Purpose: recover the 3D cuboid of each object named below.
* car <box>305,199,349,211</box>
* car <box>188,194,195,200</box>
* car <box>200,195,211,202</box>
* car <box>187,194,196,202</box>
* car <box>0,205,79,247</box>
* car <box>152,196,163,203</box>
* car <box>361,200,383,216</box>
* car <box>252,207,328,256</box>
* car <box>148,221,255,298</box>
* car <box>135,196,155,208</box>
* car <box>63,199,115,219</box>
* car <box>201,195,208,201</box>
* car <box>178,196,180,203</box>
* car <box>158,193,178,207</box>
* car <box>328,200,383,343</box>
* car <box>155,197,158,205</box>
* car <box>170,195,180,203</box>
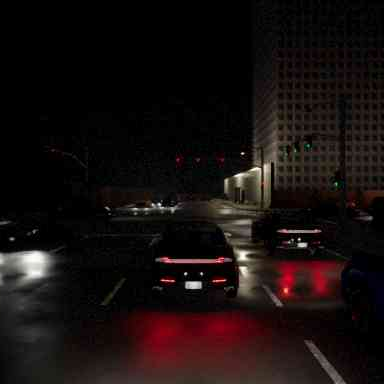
[{"bbox_3d":[11.831,1.582,28.558,4.674,1.442,1.812,0,0,0],"label":"car"},{"bbox_3d":[-0.130,1.328,89.033,1.837,1.490,4.892,0,0,0],"label":"car"},{"bbox_3d":[3.385,1.524,78.828,1.812,1.442,4.674,0,0,0],"label":"car"},{"bbox_3d":[-0.115,1.347,78.781,2.097,1.767,4.553,0,0,0],"label":"car"},{"bbox_3d":[-6.943,1.525,15.088,1.812,1.442,4.674,0,0,-1],"label":"car"},{"bbox_3d":[-7.101,1.601,68.767,1.895,1.301,4.718,0,0,0],"label":"car"},{"bbox_3d":[19.366,1.533,32.284,5.008,1.535,1.882,0,0,0],"label":"car"},{"bbox_3d":[3.562,1.492,13.128,2.128,1.511,4.902,0,0,0],"label":"car"},{"bbox_3d":[0.044,1.492,8.510,2.128,1.511,4.902,0,0,0],"label":"car"},{"bbox_3d":[-7.163,1.478,49.282,1.882,1.535,5.008,0,0,0],"label":"car"},{"bbox_3d":[-8.932,1.375,28.482,4.553,1.767,2.097,0,0,0],"label":"car"},{"bbox_3d":[3.370,1.500,89.134,1.837,1.490,4.892,0,0,0],"label":"car"},{"bbox_3d":[-3.651,1.221,60.987,2.150,2.045,5.566,0,0,0],"label":"car"},{"bbox_3d":[-3.661,1.352,51.398,2.097,1.767,4.553,0,0,0],"label":"car"},{"bbox_3d":[3.595,1.221,3.283,2.150,2.045,5.566,0,0,0],"label":"car"},{"bbox_3d":[-7.166,1.478,58.604,1.882,1.535,5.008,0,0,0],"label":"car"},{"bbox_3d":[-3.604,1.478,71.135,1.882,1.535,5.008,0,0,0],"label":"car"}]
